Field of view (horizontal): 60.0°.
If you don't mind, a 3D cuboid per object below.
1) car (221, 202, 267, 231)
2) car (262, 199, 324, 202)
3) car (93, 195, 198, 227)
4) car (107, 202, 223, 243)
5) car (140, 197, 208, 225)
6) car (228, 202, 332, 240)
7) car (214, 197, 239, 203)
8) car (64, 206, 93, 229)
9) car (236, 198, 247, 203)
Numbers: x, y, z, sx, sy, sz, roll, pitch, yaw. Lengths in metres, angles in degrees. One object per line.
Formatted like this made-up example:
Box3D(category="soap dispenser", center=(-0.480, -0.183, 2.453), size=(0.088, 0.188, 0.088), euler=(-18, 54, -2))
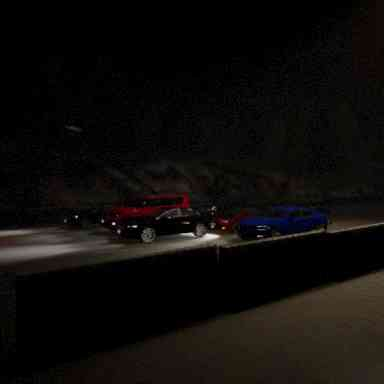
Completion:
Box3D(category="car", center=(2.791, 1.517, 18.754), size=(4.181, 1.385, 1.994), euler=(0, 0, -35))
Box3D(category="car", center=(7.193, 1.252, 21.959), size=(4.553, 1.767, 2.097), euler=(-1, 0, -35))
Box3D(category="car", center=(-2.515, 1.187, 19.384), size=(5.566, 2.045, 2.150), euler=(0, 0, -35))
Box3D(category="car", center=(-1.205, 1.463, 16.021), size=(4.902, 1.511, 2.128), euler=(0, 0, -36))
Box3D(category="car", center=(-1.250, 1.296, 24.470), size=(4.553, 1.767, 2.097), euler=(0, 0, -35))
Box3D(category="car", center=(4.316, 1.425, 15.551), size=(5.008, 1.535, 1.882), euler=(0, 0, -35))
Box3D(category="car", center=(2.817, 1.255, 27.439), size=(4.553, 1.767, 2.097), euler=(-1, 0, -35))
Box3D(category="car", center=(-5.622, 1.465, 21.468), size=(4.902, 1.511, 2.128), euler=(0, 0, -35))
Box3D(category="car", center=(6.002, 1.394, 25.399), size=(4.892, 1.490, 1.837), euler=(-1, 1, -35))
